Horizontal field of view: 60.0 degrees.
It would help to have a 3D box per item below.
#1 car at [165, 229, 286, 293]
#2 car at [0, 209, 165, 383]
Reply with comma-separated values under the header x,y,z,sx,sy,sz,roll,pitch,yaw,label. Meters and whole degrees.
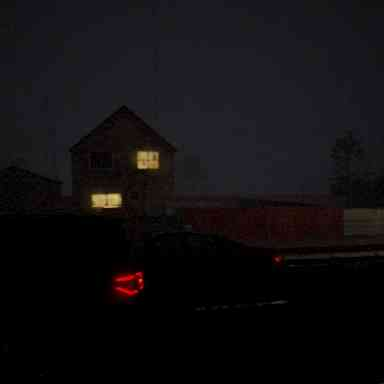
x,y,z,sx,sy,sz,roll,pitch,yaw,label
-0.430,1.653,8.266,5.357,1.411,2.033,0,-1,-14,car
-3.304,1.266,4.192,5.566,2.045,2.150,0,-1,-14,car
